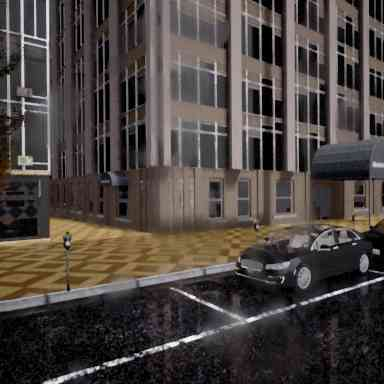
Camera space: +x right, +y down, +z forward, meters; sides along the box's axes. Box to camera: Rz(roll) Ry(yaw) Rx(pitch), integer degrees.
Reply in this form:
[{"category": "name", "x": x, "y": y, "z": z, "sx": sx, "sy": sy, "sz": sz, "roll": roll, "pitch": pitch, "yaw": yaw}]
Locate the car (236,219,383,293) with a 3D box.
[{"category": "car", "x": 3.091, "y": 1.549, "z": 8.784, "sx": 4.403, "sy": 1.369, "sz": 2.008, "roll": 0, "pitch": -1, "yaw": -36}]
